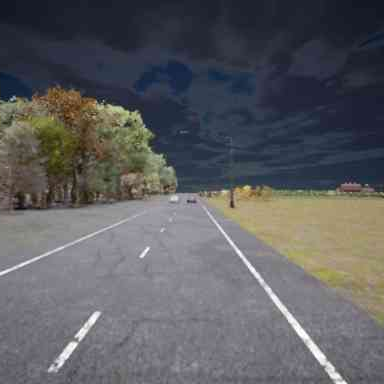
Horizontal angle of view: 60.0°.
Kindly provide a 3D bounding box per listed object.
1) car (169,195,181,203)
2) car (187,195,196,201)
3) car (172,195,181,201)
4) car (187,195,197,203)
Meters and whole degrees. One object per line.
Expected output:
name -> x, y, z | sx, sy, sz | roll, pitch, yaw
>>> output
car -> -3.515, 1.505, 66.504 | 1.812, 1.442, 4.674 | 0, 0, 0
car -> -0.018, 1.400, 76.545 | 1.994, 1.385, 4.181 | 0, 0, 0
car -> -3.517, 1.443, 76.575 | 1.895, 1.301, 4.718 | 0, 0, 0
car -> -0.014, 1.540, 66.471 | 1.994, 1.385, 4.181 | 0, 0, 0
